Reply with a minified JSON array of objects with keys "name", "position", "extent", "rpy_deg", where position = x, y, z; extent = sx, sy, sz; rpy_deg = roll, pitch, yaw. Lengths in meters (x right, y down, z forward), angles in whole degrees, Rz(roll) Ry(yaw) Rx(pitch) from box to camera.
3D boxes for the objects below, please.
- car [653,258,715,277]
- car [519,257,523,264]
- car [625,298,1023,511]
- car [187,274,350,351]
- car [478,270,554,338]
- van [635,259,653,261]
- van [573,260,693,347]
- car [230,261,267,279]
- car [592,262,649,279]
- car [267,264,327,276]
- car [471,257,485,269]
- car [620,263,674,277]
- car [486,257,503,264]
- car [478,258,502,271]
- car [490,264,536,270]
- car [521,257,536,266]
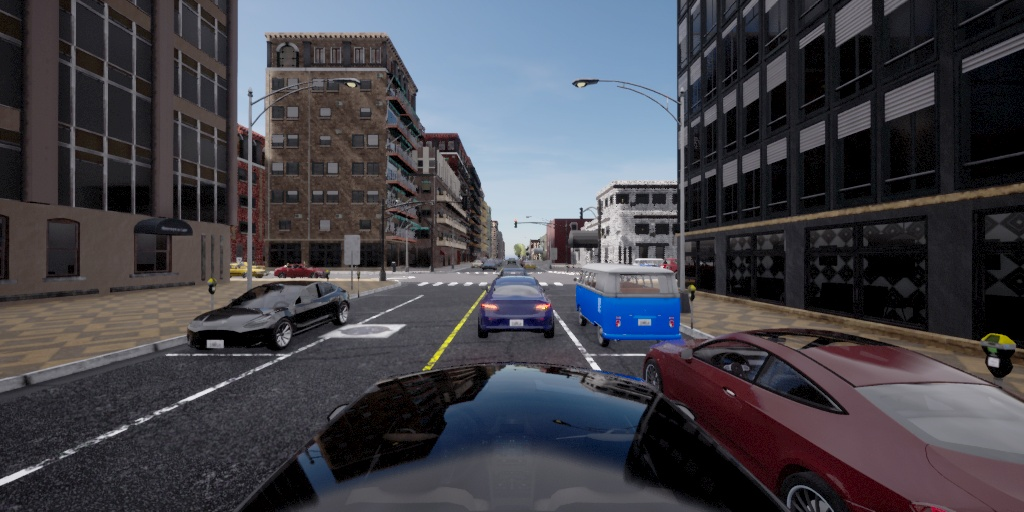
[{"name":"car","position":[14.912,1.107,29.919],"extent":[5.009,1.841,2.192],"rpy_deg":[0,0,0]},{"name":"car","position":[2.674,1.380,64.896],"extent":[1.802,1.307,4.207],"rpy_deg":[0,0,0]},{"name":"car","position":[2.657,1.332,3.342],"extent":[1.802,1.307,4.207],"rpy_deg":[0,0,0]},{"name":"car","position":[-5.692,1.317,9.055],"extent":[1.948,1.339,4.313],"rpy_deg":[0,0,0]},{"name":"car","position":[0.099,1.277,10.031],"extent":[1.812,1.442,4.674],"rpy_deg":[0,0,0]},{"name":"van","position":[14.887,1.174,38.299],"extent":[3.998,1.789,1.690],"rpy_deg":[0,0,0]},{"name":"van","position":[2.655,1.092,9.031],"extent":[1.690,1.789,3.998],"rpy_deg":[0,0,0]},{"name":"car","position":[-22.967,1.215,29.818],"extent":[4.829,1.417,1.751],"rpy_deg":[0,0,0]},{"name":"car","position":[9.748,1.315,32.580],"extent":[4.674,1.442,1.812],"rpy_deg":[0,0,4]},{"name":"car","position":[-17.474,1.283,29.833],"extent":[4.207,1.307,1.802],"rpy_deg":[0,0,0]},{"name":"car","position":[-5.706,1.316,59.183],"extent":[1.751,1.417,4.829],"rpy_deg":[0,0,0]},{"name":"car","position":[13.394,1.417,35.729],"extent":[4.718,1.301,1.895],"rpy_deg":[0,0,1]},{"name":"car","position":[-3.070,1.291,65.137],"extent":[2.128,1.511,4.902],"rpy_deg":[0,0,0]},{"name":"car","position":[-3.074,1.327,50.662],"extent":[2.033,1.411,5.357],"rpy_deg":[0,0,3]},{"name":"car","position":[0.088,1.317,18.482],"extent":[1.994,1.385,4.181],"rpy_deg":[0,0,0]},{"name":"car","position":[2.677,1.309,53.987],"extent":[1.751,1.417,4.829],"rpy_deg":[0,0,0]}]
